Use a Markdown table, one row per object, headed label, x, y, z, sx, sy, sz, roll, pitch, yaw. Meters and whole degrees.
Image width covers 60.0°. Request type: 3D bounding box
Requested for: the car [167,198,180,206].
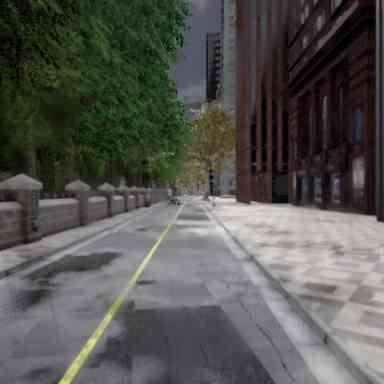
| label | x | y | z | sx | sy | sz | roll | pitch | yaw |
| --- | --- | --- | --- | --- | --- | --- | --- | --- | --- |
| car | -3.007 | 1.634 | 55.758 | 1.994 | 1.385 | 4.181 | 0 | 0 | 0 |
